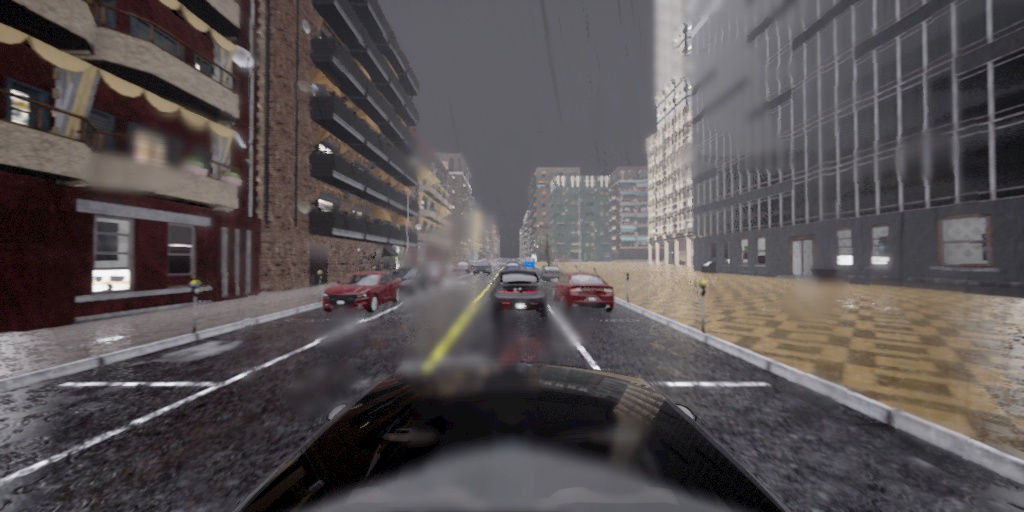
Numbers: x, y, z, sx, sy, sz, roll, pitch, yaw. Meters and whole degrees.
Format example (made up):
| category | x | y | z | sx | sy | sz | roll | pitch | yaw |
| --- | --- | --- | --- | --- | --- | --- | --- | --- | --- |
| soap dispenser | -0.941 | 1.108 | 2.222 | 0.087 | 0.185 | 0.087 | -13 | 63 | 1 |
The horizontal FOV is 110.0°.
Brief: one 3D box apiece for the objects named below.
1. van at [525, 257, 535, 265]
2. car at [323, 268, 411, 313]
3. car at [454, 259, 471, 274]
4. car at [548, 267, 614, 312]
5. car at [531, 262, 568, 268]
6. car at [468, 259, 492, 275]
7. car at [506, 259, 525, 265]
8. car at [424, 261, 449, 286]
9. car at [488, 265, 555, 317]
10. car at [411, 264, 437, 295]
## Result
| category | x | y | z | sx | sy | sz | roll | pitch | yaw |
| --- | --- | --- | --- | --- | --- | --- | --- | --- | --- |
| van | 2.697 | 1.098 | 56.524 | 1.690 | 1.789 | 3.998 | 0 | 0 | 0 |
| car | -5.695 | 1.296 | 14.145 | 1.888 | 1.381 | 4.507 | 0 | 0 | 0 |
| car | -5.706 | 1.337 | 41.994 | 1.802 | 1.307 | 4.207 | 0 | 0 | 0 |
| car | 2.686 | 1.296 | 14.147 | 1.888 | 1.381 | 4.507 | 0 | 0 | 0 |
| car | 2.682 | 1.302 | 25.287 | 2.007 | 1.370 | 4.403 | 0 | 0 | 0 |
| car | -3.090 | 1.302 | 38.692 | 2.033 | 1.411 | 5.357 | 0 | 0 | 0 |
| car | 0.086 | 1.279 | 36.199 | 1.812 | 1.442 | 4.674 | 0 | 0 | 0 |
| car | -5.699 | 1.192 | 25.285 | 1.967 | 1.591 | 4.097 | 0 | 0 | 0 |
| car | 0.183 | 1.255 | 13.126 | 1.837 | 1.490 | 4.892 | 0 | 0 | -2 |
| car | -5.697 | 1.317 | 19.715 | 1.948 | 1.339 | 4.313 | 0 | 0 | 0 |
